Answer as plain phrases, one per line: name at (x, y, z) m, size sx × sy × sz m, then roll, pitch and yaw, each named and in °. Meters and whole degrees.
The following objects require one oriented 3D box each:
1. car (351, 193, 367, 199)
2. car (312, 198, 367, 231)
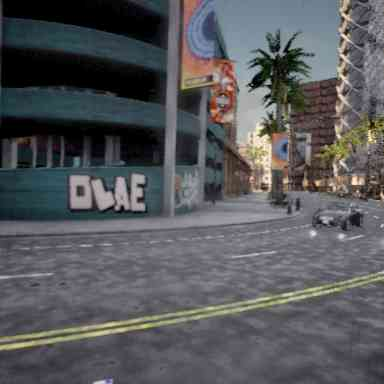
car at (41.093, 0.907, 82.643) m, size 2.185 × 1.767 × 4.553 m, roll 2°, pitch 1°, yaw 13°
car at (8.651, 1.345, 19.523) m, size 2.128 × 1.511 × 4.902 m, roll 3°, pitch 1°, yaw 39°
